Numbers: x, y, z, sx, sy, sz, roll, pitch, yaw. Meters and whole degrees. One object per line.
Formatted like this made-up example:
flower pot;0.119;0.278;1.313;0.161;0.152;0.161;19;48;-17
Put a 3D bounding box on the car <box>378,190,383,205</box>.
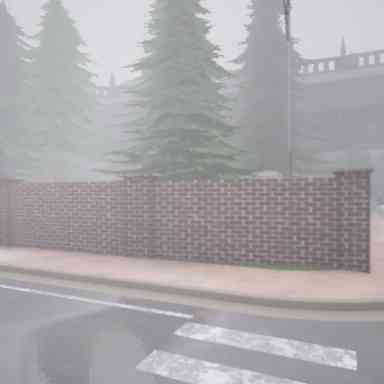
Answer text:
car;22.463;0.519;37.711;2.097;1.767;4.553;0;1;24
